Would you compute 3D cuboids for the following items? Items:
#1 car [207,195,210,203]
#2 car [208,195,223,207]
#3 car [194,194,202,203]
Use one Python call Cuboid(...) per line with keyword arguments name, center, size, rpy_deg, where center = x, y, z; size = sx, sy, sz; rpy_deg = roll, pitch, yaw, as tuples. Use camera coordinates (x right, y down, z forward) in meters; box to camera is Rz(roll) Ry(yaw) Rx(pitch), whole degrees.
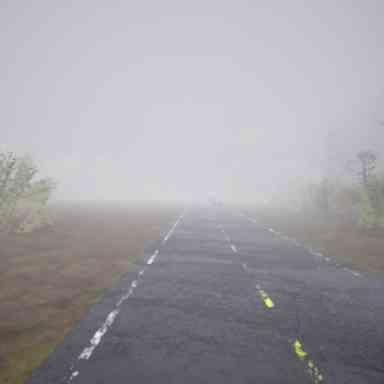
Cuboid(name="car", center=(4.272, 1.489, 71.948), size=(2.097, 1.767, 4.553), rpy_deg=(1, 0, 1))
Cuboid(name="car", center=(4.062, 1.674, 55.038), size=(1.994, 1.385, 4.181), rpy_deg=(1, 0, 1))
Cuboid(name="car", center=(1.304, 1.602, 73.855), size=(1.837, 1.490, 4.892), rpy_deg=(1, 0, 1))
